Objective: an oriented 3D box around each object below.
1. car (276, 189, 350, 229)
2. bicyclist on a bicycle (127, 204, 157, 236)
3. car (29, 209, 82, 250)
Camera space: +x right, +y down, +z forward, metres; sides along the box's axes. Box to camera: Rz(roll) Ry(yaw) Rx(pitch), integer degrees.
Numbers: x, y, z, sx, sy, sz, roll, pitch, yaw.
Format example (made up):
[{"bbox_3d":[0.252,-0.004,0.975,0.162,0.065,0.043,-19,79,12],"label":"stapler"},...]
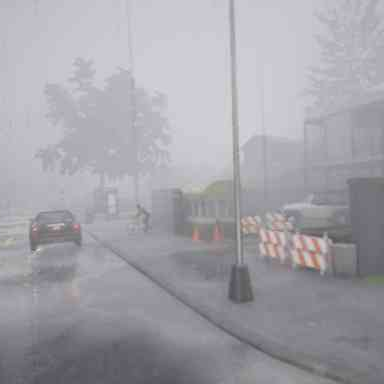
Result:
[{"bbox_3d":[6.258,0.810,16.786,3.866,1.878,1.905,-2,0,10],"label":"car"},{"bbox_3d":[-2.620,1.450,17.343,1.656,1.620,0.582,-2,0,-25],"label":"bicyclist on a bicycle"},{"bbox_3d":[-6.609,1.576,15.968,2.097,1.767,4.553,-2,0,-25],"label":"car"}]
